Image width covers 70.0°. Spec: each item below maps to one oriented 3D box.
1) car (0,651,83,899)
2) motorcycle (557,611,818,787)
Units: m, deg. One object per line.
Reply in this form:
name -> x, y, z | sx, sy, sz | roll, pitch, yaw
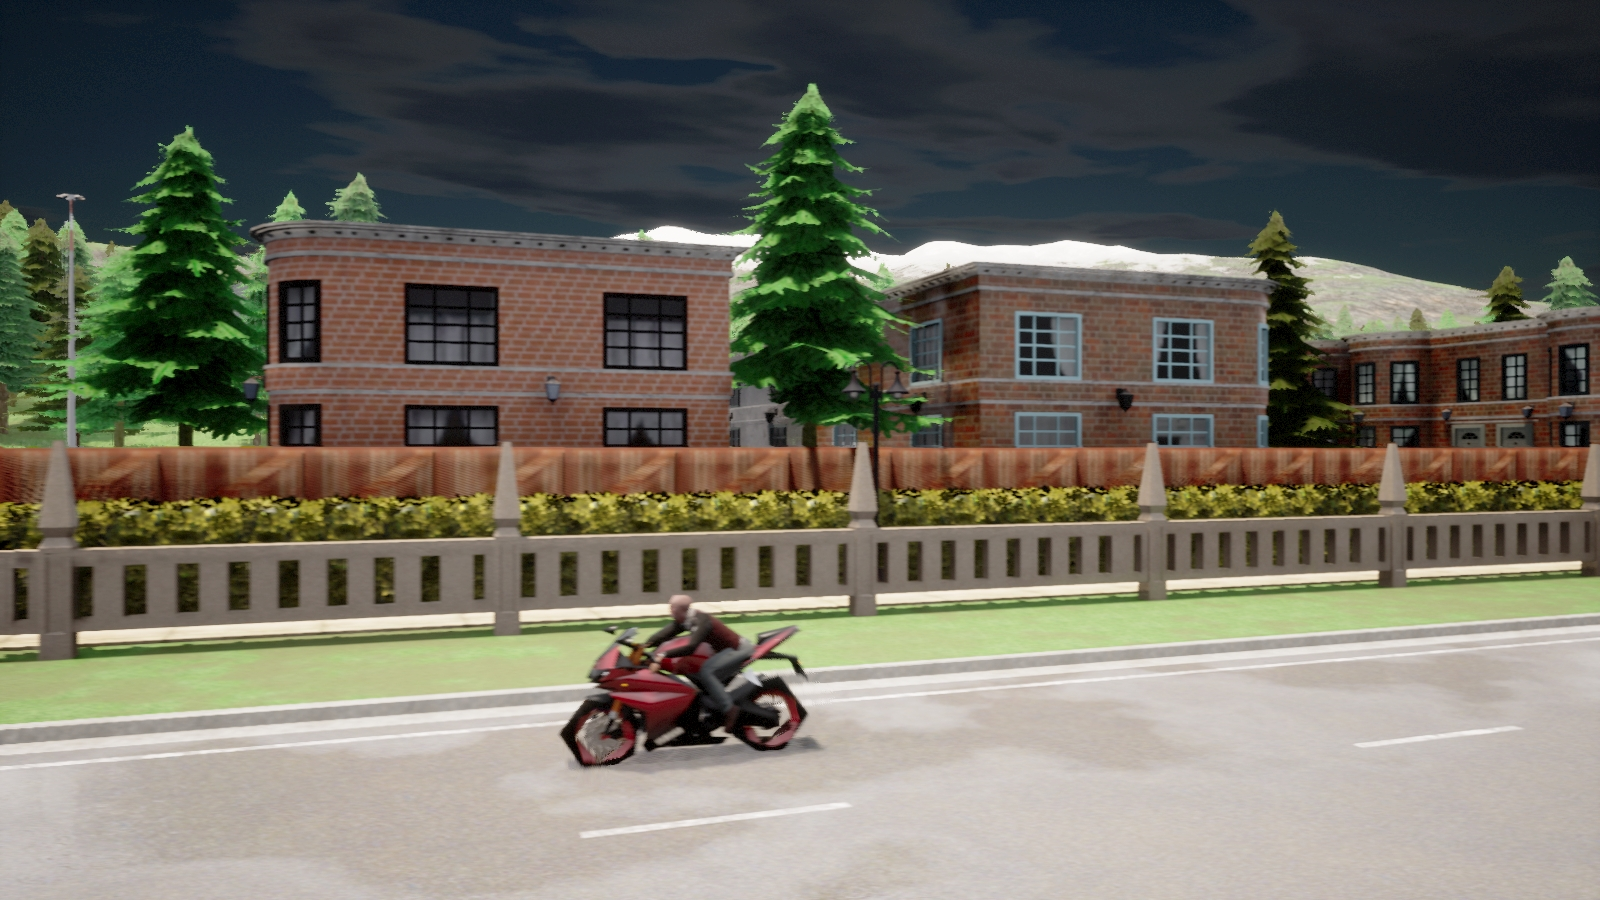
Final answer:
car -> -6.264, 1.983, 4.745 | 5.238, 1.638, 2.097 | 0, 0, -20
motorcycle -> -1.027, 2.204, 10.374 | 2.209, 1.251, 0.867 | 0, 0, -20
